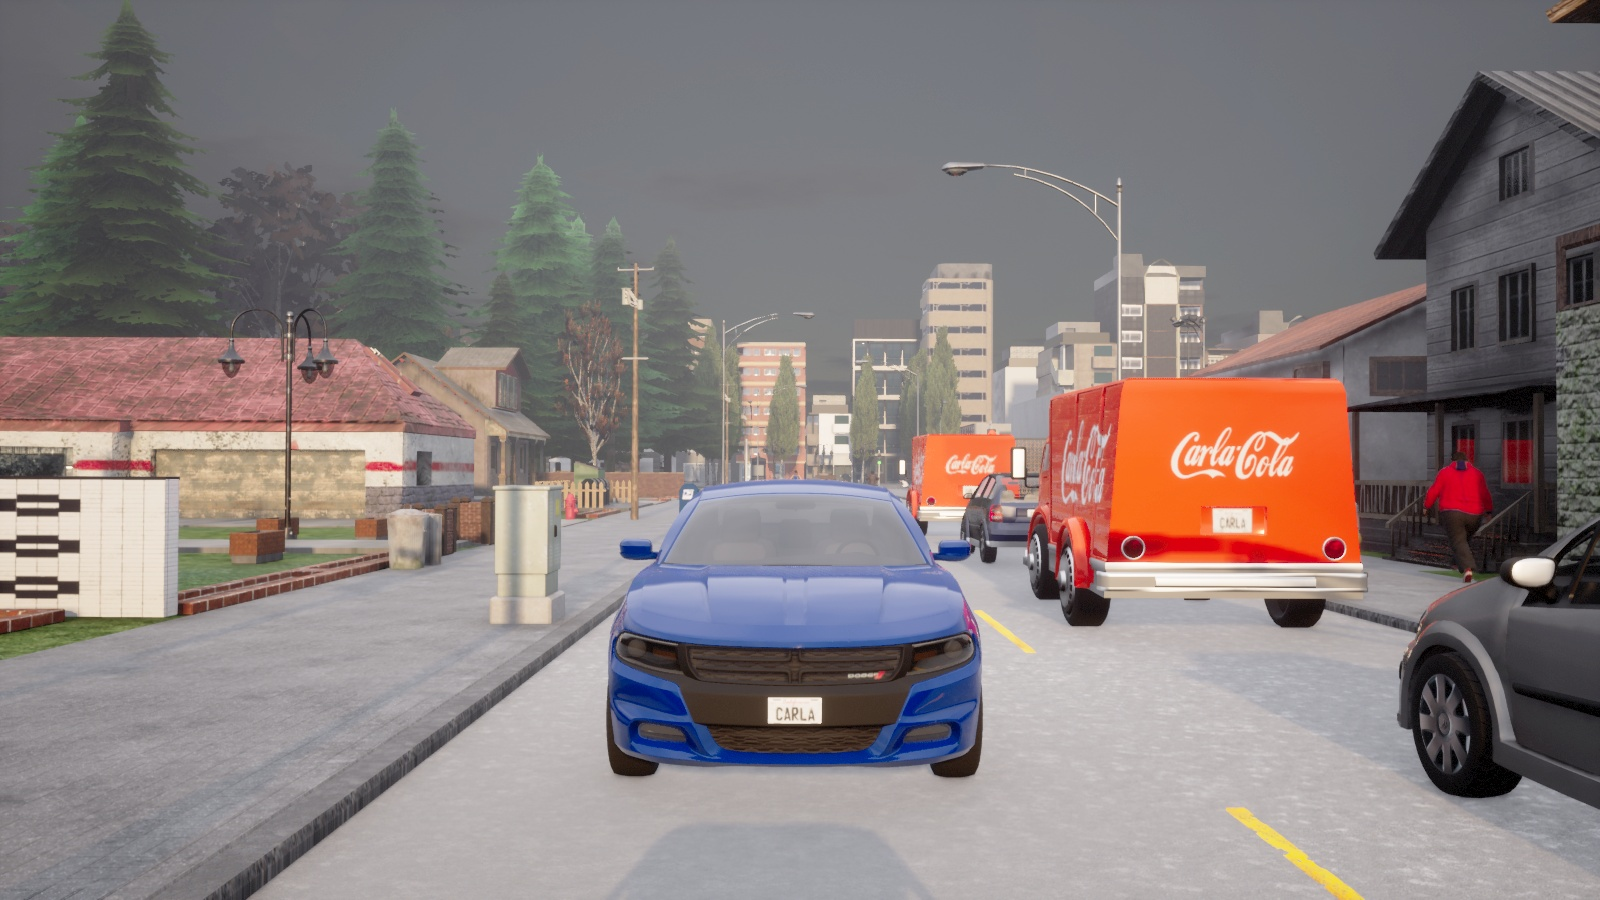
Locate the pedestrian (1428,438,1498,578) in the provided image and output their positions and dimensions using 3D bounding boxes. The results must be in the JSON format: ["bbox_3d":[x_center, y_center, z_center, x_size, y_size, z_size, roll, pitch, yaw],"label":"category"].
[{"bbox_3d":[9.027,0.775,17.124,0.634,1.844,0.899,0,-1,15],"label":"pedestrian"}]

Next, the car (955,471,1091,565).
[{"bbox_3d":[3.938,1.158,22.732,1.789,1.549,3.705,0,-1,0],"label":"car"}]

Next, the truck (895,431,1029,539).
[{"bbox_3d":[3.919,0.840,31.491,2.627,2.467,5.204,0,-1,-1],"label":"truck"}]

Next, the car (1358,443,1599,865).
[{"bbox_3d":[3.986,0.778,4.860,1.851,1.617,3.988,0,-1,0],"label":"car"}]

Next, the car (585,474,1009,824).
[{"bbox_3d":[-0.024,0.928,8.083,1.882,1.535,5.008,0,-1,0],"label":"car"}]

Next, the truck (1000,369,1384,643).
[{"bbox_3d":[3.953,0.546,13.944,2.627,2.467,5.204,0,-1,0],"label":"truck"}]
